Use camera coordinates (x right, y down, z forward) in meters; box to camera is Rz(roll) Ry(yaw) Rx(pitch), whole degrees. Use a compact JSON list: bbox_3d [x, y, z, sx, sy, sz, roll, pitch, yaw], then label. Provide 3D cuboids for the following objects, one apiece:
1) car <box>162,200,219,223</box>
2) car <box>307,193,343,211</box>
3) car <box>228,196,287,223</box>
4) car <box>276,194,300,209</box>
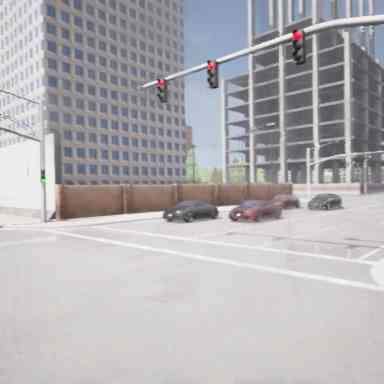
[{"bbox_3d":[-0.036,1.255,22.681,1.994,1.385,4.181,0,1,43],"label":"car"},{"bbox_3d":[12.277,0.874,30.607,1.837,1.490,4.892,0,2,44],"label":"car"},{"bbox_3d":[4.248,1.193,22.121,1.994,1.385,4.181,0,1,43],"label":"car"},{"bbox_3d":[8.788,0.934,32.016,1.812,1.442,4.674,0,2,44],"label":"car"}]
